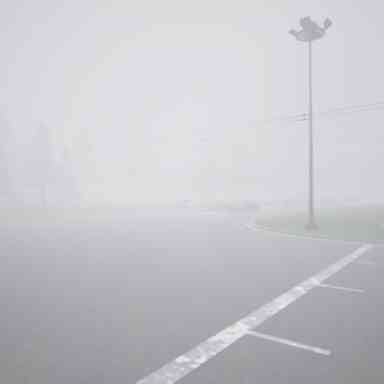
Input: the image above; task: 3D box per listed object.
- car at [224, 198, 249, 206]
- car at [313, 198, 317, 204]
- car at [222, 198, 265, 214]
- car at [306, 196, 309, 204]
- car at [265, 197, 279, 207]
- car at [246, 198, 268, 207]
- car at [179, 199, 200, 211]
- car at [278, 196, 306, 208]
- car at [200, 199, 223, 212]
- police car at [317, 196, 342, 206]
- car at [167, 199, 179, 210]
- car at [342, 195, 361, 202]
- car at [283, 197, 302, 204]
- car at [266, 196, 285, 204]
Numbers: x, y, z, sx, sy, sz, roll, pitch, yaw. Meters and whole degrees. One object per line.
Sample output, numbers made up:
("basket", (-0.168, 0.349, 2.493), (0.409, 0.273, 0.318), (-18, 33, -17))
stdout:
("car", (8.013, 1.737, 58.870), (2.033, 1.411, 5.357), (-1, 0, 36))
("car", (25.001, 1.709, 63.457), (1.895, 1.301, 4.718), (-1, 0, 45))
("car", (5.991, 1.665, 38.237), (2.033, 1.411, 5.357), (0, 0, 36))
("car", (22.799, 1.630, 66.197), (4.892, 1.490, 1.837), (0, 0, -45))
("car", (12.866, 1.667, 53.672), (1.812, 1.442, 4.674), (0, 0, 36))
("car", (11.227, 1.766, 57.402), (1.895, 1.301, 4.718), (0, 0, 36))
("car", (0.784, 1.694, 42.976), (1.812, 1.442, 4.674), (0, 0, 36))
("car", (15.462, 1.681, 51.298), (1.994, 1.385, 4.181), (0, 0, 36))
("car", (3.280, 1.707, 40.457), (1.994, 1.385, 4.181), (0, 0, 36))
("police car", (23.099, 1.516, 55.749), (1.930, 1.638, 5.238), (0, 0, 36))
("car", (-1.378, 1.684, 45.955), (2.128, 1.511, 4.902), (0, 0, 36))
("car", (30.168, 1.236, 63.382), (5.357, 1.411, 2.033), (0, 0, -38))
("car", (20.940, 1.708, 69.247), (4.181, 1.385, 1.994), (0, 0, -45))
("car", (18.025, 1.700, 71.307), (4.674, 1.442, 1.812), (0, 0, -45))
